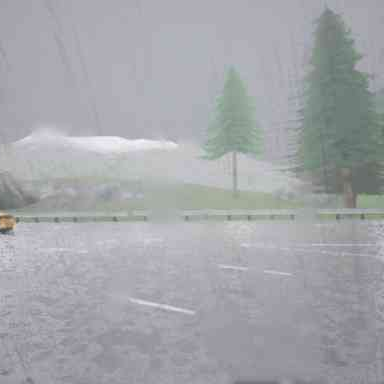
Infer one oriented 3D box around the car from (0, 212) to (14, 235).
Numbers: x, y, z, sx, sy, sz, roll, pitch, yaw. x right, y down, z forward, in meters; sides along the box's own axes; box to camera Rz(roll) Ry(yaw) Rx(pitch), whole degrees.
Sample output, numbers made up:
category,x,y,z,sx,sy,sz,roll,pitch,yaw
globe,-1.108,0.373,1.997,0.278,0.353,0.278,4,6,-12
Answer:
category,x,y,z,sx,sy,sz,roll,pitch,yaw
car,-11.721,1.526,17.371,5.008,1.535,1.882,-1,0,19
